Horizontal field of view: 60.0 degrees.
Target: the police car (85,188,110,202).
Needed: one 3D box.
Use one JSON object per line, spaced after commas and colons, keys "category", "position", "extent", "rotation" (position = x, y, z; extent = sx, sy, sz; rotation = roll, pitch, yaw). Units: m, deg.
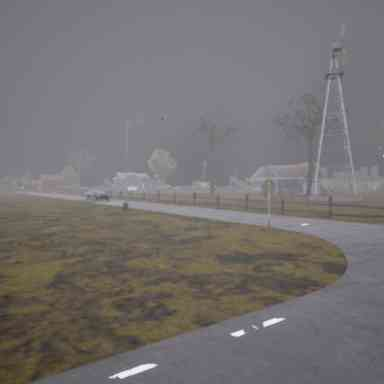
{"category": "police car", "position": [-11.993, 0.322, 42.257], "extent": [1.930, 1.638, 5.238], "rotation": [1, 1, -35]}
